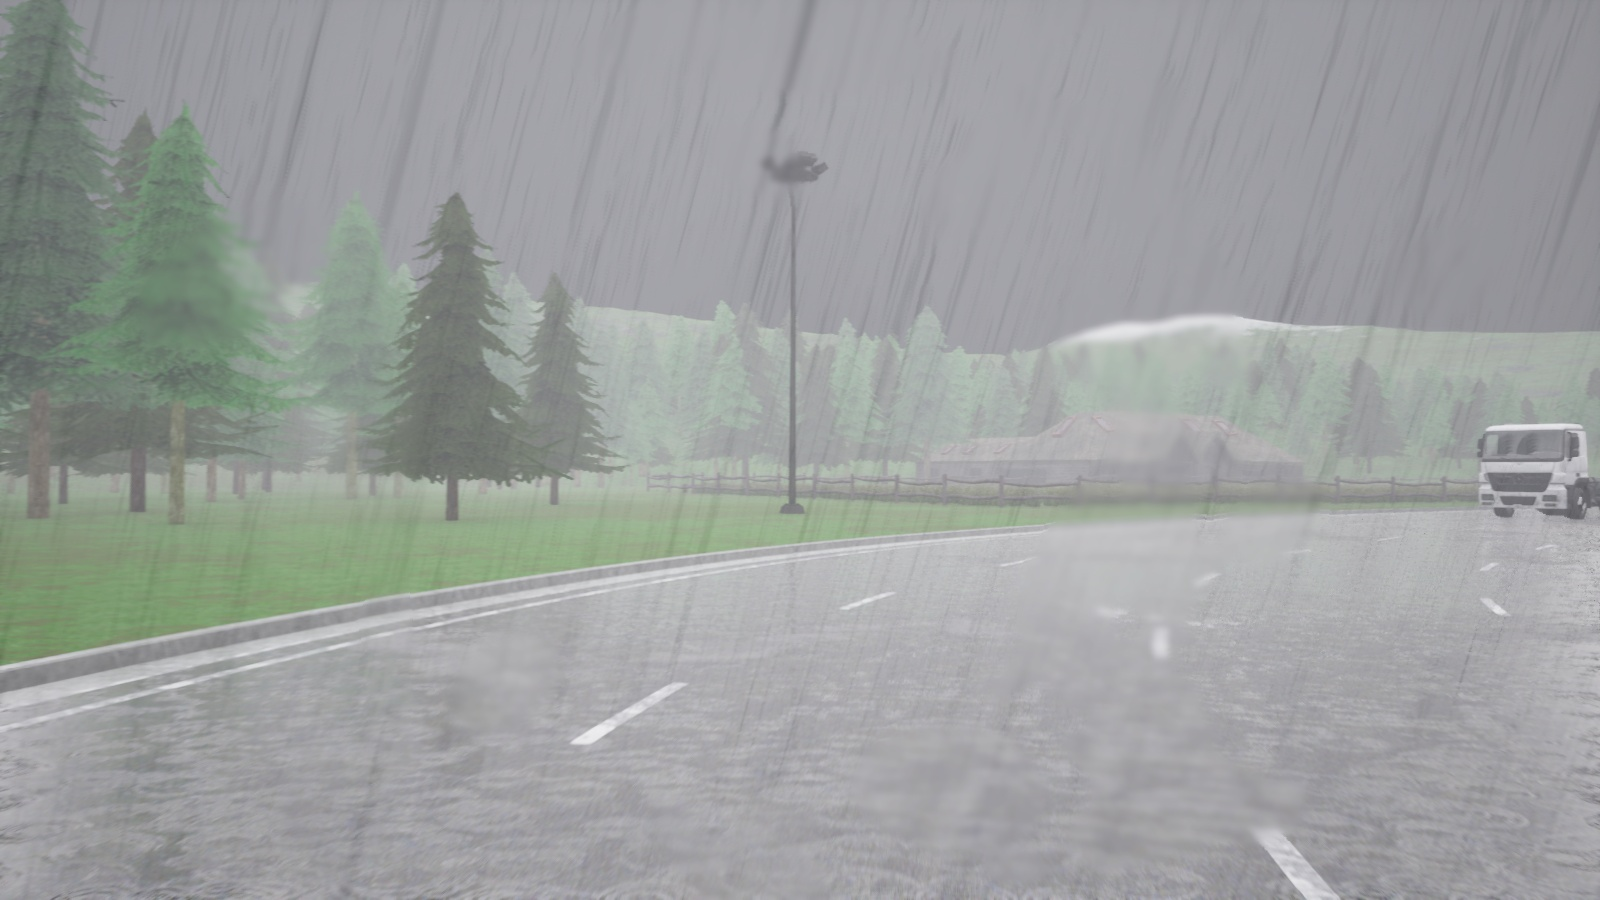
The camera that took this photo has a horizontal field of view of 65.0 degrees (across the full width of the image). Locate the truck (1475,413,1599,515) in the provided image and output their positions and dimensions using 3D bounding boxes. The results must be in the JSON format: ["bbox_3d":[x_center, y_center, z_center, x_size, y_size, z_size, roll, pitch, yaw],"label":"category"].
[{"bbox_3d":[28.237,0.519,46.179,7.936,3.462,2.891,1,-1,-37],"label":"truck"}]
